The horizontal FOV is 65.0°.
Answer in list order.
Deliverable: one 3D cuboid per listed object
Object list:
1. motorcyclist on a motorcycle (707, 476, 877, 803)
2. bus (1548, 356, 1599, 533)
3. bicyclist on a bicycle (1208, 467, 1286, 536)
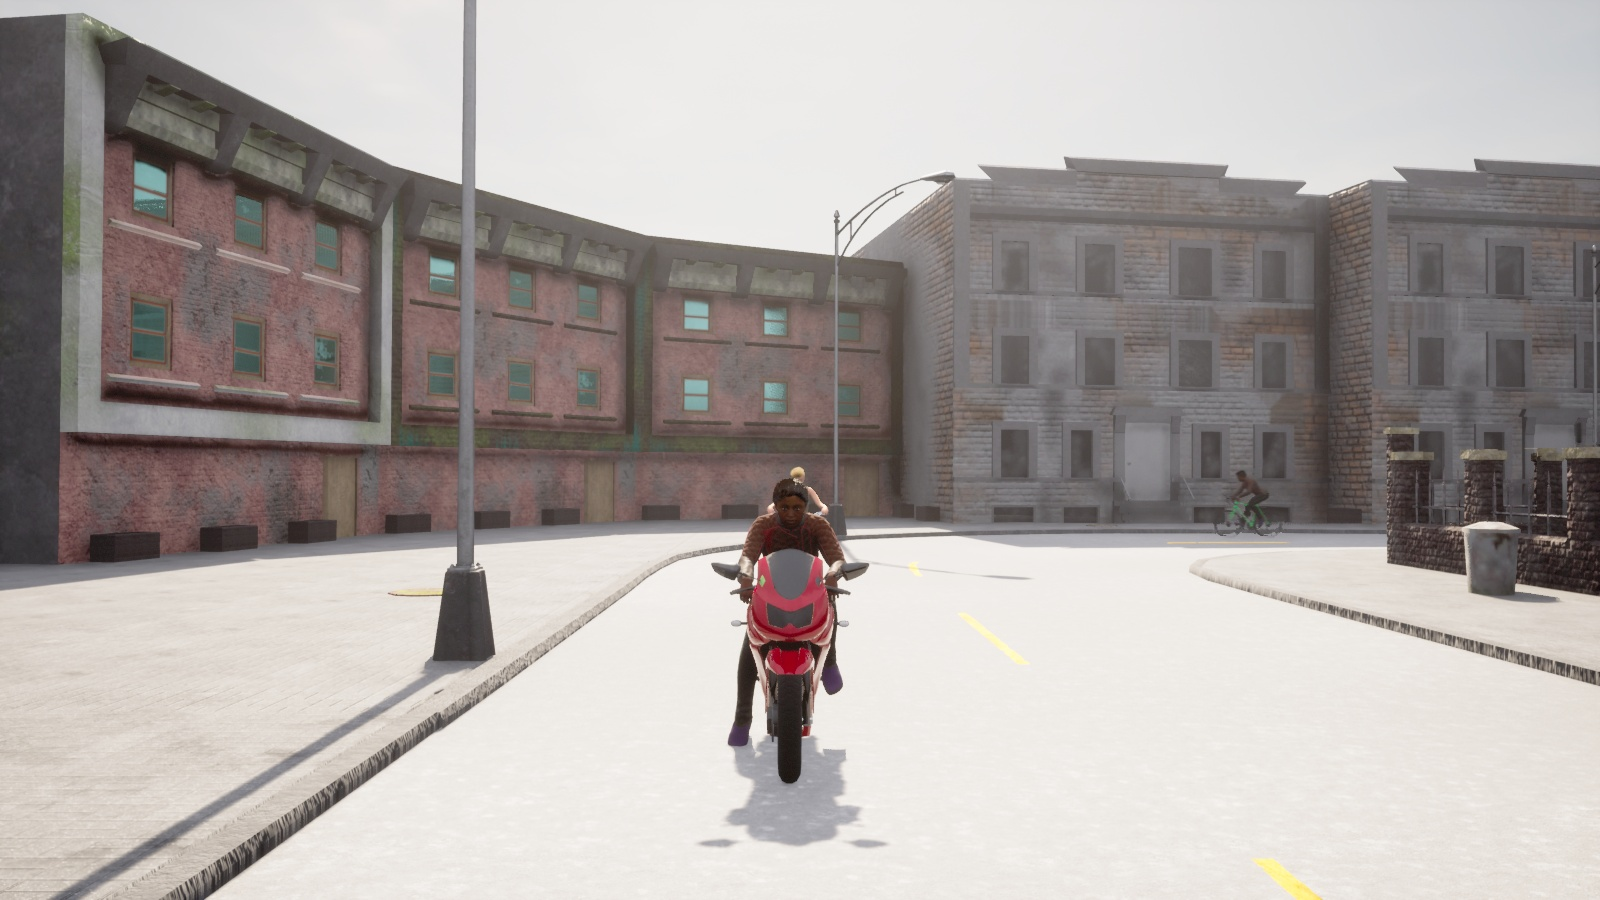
[{"bbox_3d":[-0.047,0.913,6.946,0.797,1.523,2.044,0,-1,0],"label":"motorcyclist on a motorcycle"},{"bbox_3d":[24.358,-0.153,30.251,10.273,4.253,3.944,0,-1,0],"label":"bus"},{"bbox_3d":[10.711,1.230,30.099,1.656,1.620,0.582,0,0,-3],"label":"bicyclist on a bicycle"}]
